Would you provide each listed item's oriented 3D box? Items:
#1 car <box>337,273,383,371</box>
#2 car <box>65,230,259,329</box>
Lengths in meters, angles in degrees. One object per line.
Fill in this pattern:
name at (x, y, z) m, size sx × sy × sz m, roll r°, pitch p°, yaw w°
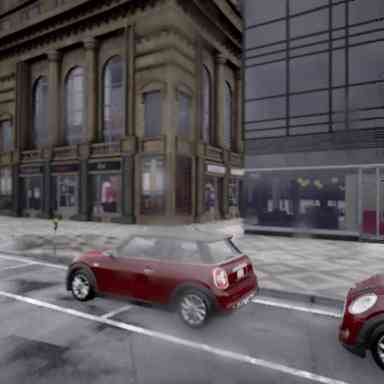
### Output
car at (4.071, 1.516, 4.230) m, size 4.097 × 1.590 × 1.967 m, roll 0°, pitch -1°, yaw 30°
car at (-0.788, 1.514, 7.091) m, size 4.097 × 1.590 × 1.967 m, roll 0°, pitch -1°, yaw 30°
